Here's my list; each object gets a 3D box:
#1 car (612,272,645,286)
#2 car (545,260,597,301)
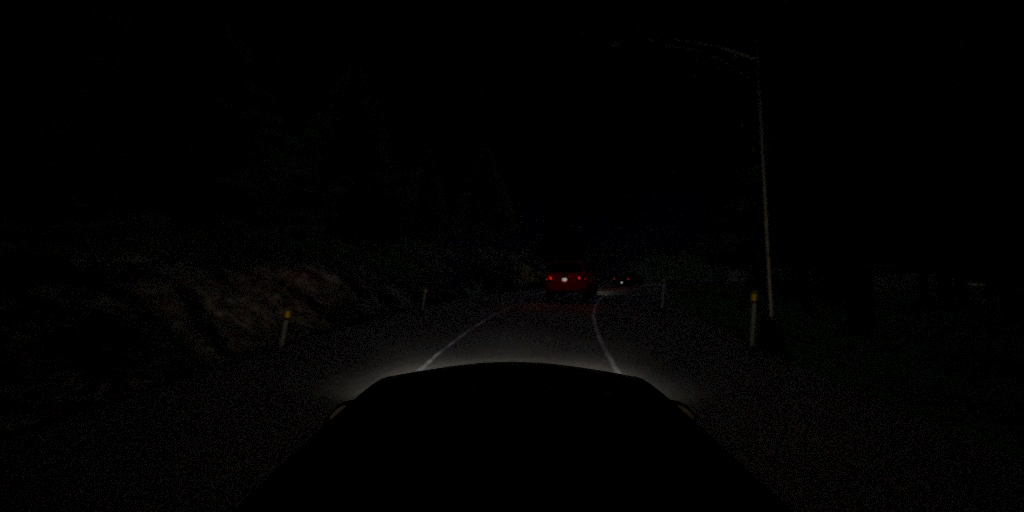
[{"bbox_3d":[11.304,2.223,34.585,1.895,1.301,4.718,-3,-4,35],"label":"car"},{"bbox_3d":[3.324,1.272,19.608,2.150,2.045,5.566,-1,-2,18],"label":"car"}]
